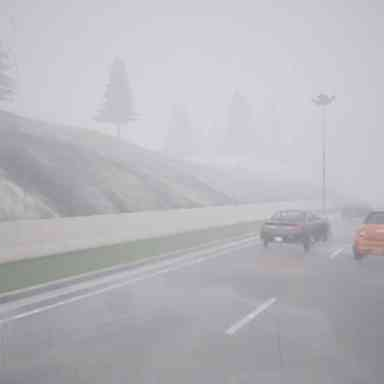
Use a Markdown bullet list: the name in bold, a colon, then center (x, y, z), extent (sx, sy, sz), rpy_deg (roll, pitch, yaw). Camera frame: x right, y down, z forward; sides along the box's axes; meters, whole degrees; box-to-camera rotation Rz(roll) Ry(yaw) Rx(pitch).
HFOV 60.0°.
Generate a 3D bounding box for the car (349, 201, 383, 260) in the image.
- **car**: center (7.239, 1.349, 11.901), extent (2.097, 1.767, 4.553), rpy_deg (0, 0, 35)

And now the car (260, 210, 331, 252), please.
- **car**: center (4.510, 1.501, 14.109), extent (2.128, 1.511, 4.902), rpy_deg (0, 0, 35)

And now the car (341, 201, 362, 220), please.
- **car**: center (13.822, 1.481, 27.799), extent (1.882, 1.535, 5.008), rpy_deg (0, 0, 34)
